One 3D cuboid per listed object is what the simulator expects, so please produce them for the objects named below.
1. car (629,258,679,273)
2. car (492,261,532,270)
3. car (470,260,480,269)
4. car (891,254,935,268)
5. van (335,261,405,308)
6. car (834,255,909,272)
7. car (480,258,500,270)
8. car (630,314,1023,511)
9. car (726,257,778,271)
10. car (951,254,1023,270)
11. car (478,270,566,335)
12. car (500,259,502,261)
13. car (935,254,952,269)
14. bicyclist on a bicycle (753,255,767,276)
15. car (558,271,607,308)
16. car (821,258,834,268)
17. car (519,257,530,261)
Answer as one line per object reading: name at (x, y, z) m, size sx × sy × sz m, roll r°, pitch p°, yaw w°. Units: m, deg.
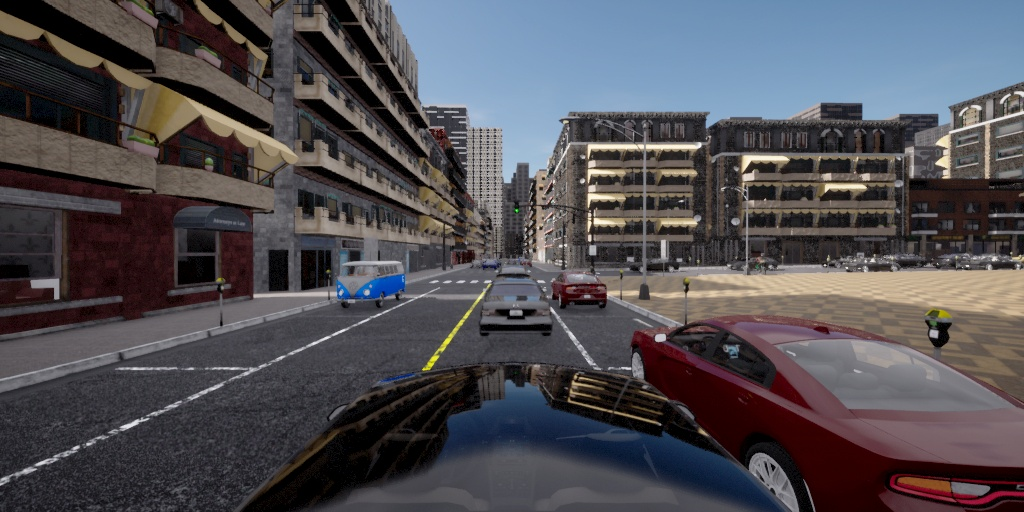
car at (14.985, 0.958, 37.904) m, size 5.008 × 1.535 × 1.882 m, roll -1°, pitch 0°, yaw -1°
car at (0.060, 1.229, 20.590) m, size 1.882 × 1.535 × 5.008 m, roll 0°, pitch 0°, yaw 0°
car at (-5.813, 1.321, 58.346) m, size 2.007 × 1.370 × 4.403 m, roll 0°, pitch 0°, yaw 0°
car at (41.207, 0.561, 38.296) m, size 4.902 × 1.511 × 2.128 m, roll -1°, pitch 0°, yaw -1°
van at (-5.720, 1.091, 14.871) m, size 1.690 × 1.789 × 3.998 m, roll 0°, pitch 0°, yaw 0°
car at (32.412, 0.805, 32.400) m, size 4.403 × 1.370 × 2.007 m, roll 0°, pitch 0°, yaw -1°
car at (-3.201, 1.243, 52.616) m, size 1.882 × 1.535 × 5.008 m, roll 0°, pitch 0°, yaw 0°
car at (2.685, 1.295, 3.836) m, size 1.888 × 1.381 × 4.507 m, roll 0°, pitch 0°, yaw 0°
car at (25.449, 0.821, 38.072) m, size 4.892 × 1.490 × 1.837 m, roll -1°, pitch 0°, yaw -1°
car at (43.548, 0.631, 32.581) m, size 4.403 × 1.370 × 2.007 m, roll 0°, pitch 0°, yaw -1°
car at (0.082, 1.297, 10.427) m, size 2.033 × 1.411 × 5.357 m, roll 0°, pitch 0°, yaw 0°
car at (-3.201, 1.125, 61.776) m, size 2.097 × 1.767 × 4.553 m, roll 0°, pitch 0°, yaw 0°
car at (44.309, 0.538, 35.231) m, size 4.902 × 1.511 × 2.128 m, roll -1°, pitch 0°, yaw 0°
bicyclist on a bicycle at (20.186, 0.771, 29.247) m, size 0.582 × 1.620 × 1.656 m, roll -1°, pitch 0°, yaw -1°
car at (2.661, 1.295, 14.888) m, size 1.888 × 1.381 × 4.507 m, roll 0°, pitch 0°, yaw 0°
car at (37.844, 0.666, 40.870) m, size 4.313 × 1.339 × 1.948 m, roll 0°, pitch 0°, yaw -1°
car at (2.555, 1.215, 63.887) m, size 1.967 × 1.591 × 4.097 m, roll 0°, pitch 0°, yaw 0°
